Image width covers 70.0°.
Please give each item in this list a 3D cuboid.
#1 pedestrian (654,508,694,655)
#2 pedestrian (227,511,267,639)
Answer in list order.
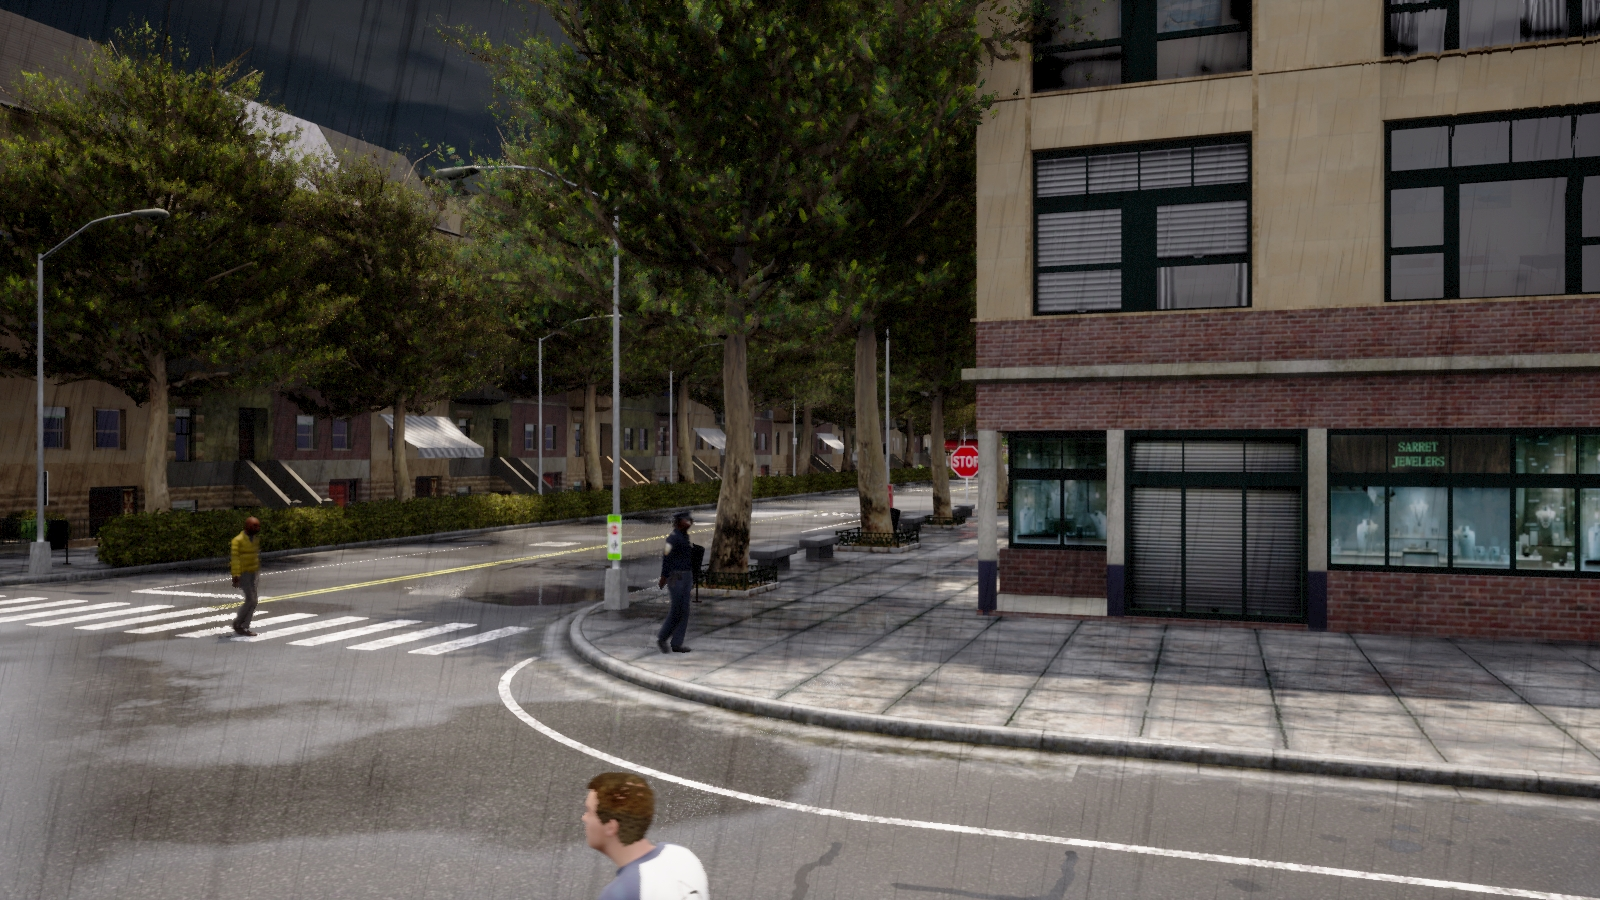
[{"bbox_3d":[-1.636,1.699,14.885,0.375,1.860,0.375,0,0,26],"label":"pedestrian"},{"bbox_3d":[-8.239,1.854,17.032,0.375,1.860,0.375,0,0,19],"label":"pedestrian"}]
